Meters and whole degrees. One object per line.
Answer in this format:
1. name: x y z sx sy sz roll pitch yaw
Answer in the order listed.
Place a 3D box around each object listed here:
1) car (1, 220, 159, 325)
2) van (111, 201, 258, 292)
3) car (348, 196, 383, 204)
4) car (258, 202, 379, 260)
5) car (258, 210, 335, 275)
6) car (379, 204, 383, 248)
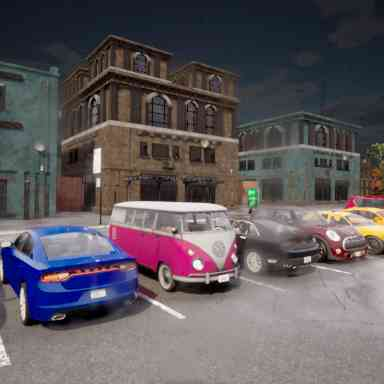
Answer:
1. car: -2.940 1.480 7.345 2.097 1.535 5.008 0 0 -36
2. van: -0.612 1.256 8.874 1.878 1.987 4.442 0 0 -36
3. car: 10.653 1.230 17.046 2.435 2.045 5.566 0 0 -36
4. car: 3.930 1.356 12.308 2.185 1.767 4.553 0 0 -36
5. car: 1.587 1.483 10.584 2.231 1.521 4.892 0 0 -36
6. car: 8.370 1.481 15.453 2.097 1.535 5.008 0 0 -36
